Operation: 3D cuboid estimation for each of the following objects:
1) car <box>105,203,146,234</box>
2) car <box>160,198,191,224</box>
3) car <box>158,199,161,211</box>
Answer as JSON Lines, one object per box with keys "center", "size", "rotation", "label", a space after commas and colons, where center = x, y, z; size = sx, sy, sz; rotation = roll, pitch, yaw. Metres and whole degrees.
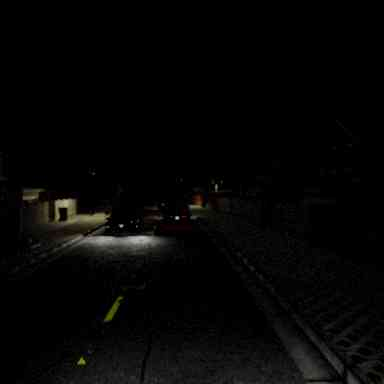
{"center": [-3.676, 1.415, 18.770], "size": [1.837, 1.490, 4.892], "rotation": [0, 0, -5], "label": "car"}
{"center": [-1.151, 1.392, 23.641], "size": [1.837, 1.490, 4.892], "rotation": [0, 0, -5], "label": "car"}
{"center": [-2.908, 1.388, 38.091], "size": [2.033, 1.411, 5.357], "rotation": [0, 0, -9], "label": "car"}
